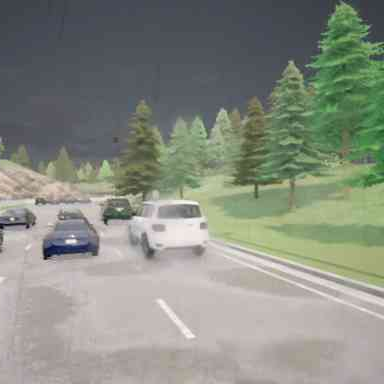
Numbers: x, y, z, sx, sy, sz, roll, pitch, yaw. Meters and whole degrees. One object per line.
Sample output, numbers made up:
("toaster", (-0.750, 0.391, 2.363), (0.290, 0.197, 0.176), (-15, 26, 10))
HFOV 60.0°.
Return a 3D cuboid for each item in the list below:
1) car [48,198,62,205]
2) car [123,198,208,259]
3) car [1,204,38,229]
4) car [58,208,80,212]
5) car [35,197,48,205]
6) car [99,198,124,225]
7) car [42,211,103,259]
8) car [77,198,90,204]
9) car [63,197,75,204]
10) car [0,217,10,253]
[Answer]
("car", (-36.040, 2.626, 87.484), (2.033, 1.411, 5.357), (0, -1, -20))
("car", (-1.183, 1.347, 13.508), (2.150, 2.045, 5.566), (0, 0, -20))
("car", (-12.607, 1.877, 24.217), (2.033, 1.411, 5.357), (0, 0, -19))
("car", (-9.837, 1.924, 26.865), (1.895, 1.301, 4.718), (0, 0, -20))
("car", (-39.357, 2.338, 86.358), (2.150, 2.045, 5.566), (0, -1, -20))
("car", (-6.374, 1.517, 27.566), (2.150, 2.045, 5.566), (0, 0, -20))
("car", (-4.926, 1.727, 13.579), (1.994, 1.385, 4.181), (0, 0, -20))
("car", (-29.240, 2.526, 89.277), (1.812, 1.442, 4.674), (0, -1, -20))
("car", (-32.657, 2.571, 88.426), (1.812, 1.442, 4.674), (0, -1, -20))
("car", (-7.923, 1.777, 11.573), (1.895, 1.301, 4.718), (0, 0, -20))
